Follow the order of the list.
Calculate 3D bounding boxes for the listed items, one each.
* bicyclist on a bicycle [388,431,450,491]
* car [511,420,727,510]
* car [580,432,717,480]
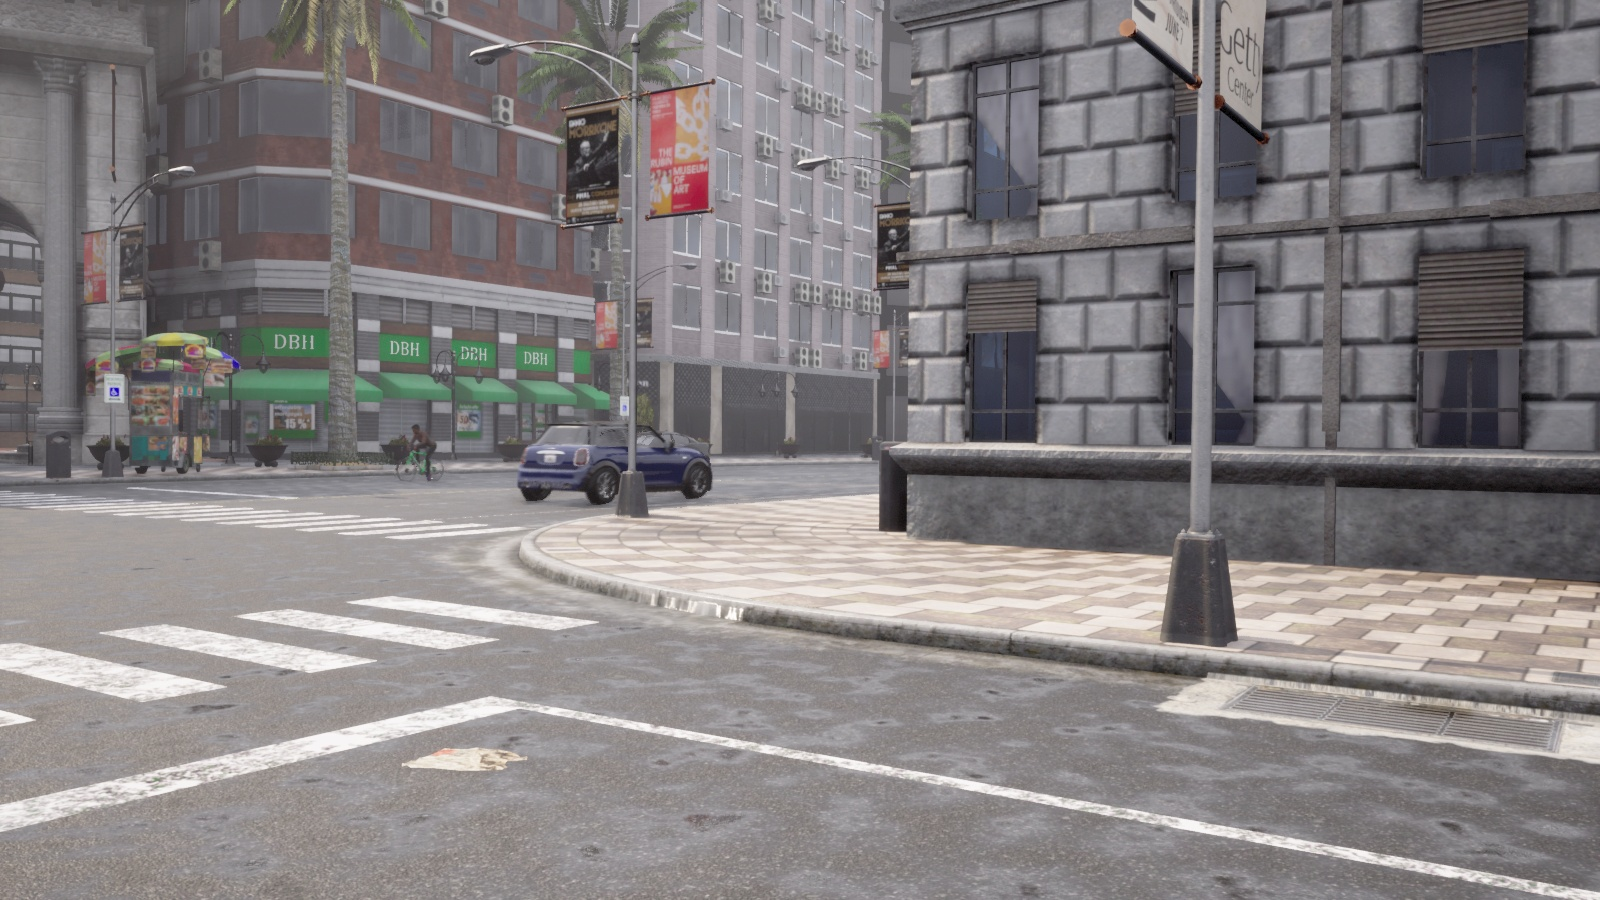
[{"bbox_3d":[-10.739,0.298,35.452,0.582,1.620,1.656,0,1,34],"label":"bicyclist on a bicycle"},{"bbox_3d":[-3.774,0.255,27.003,2.097,1.767,4.553,0,1,33],"label":"car"},{"bbox_3d":[-5.192,0.160,43.633,1.882,1.535,5.008,0,1,34],"label":"car"}]
